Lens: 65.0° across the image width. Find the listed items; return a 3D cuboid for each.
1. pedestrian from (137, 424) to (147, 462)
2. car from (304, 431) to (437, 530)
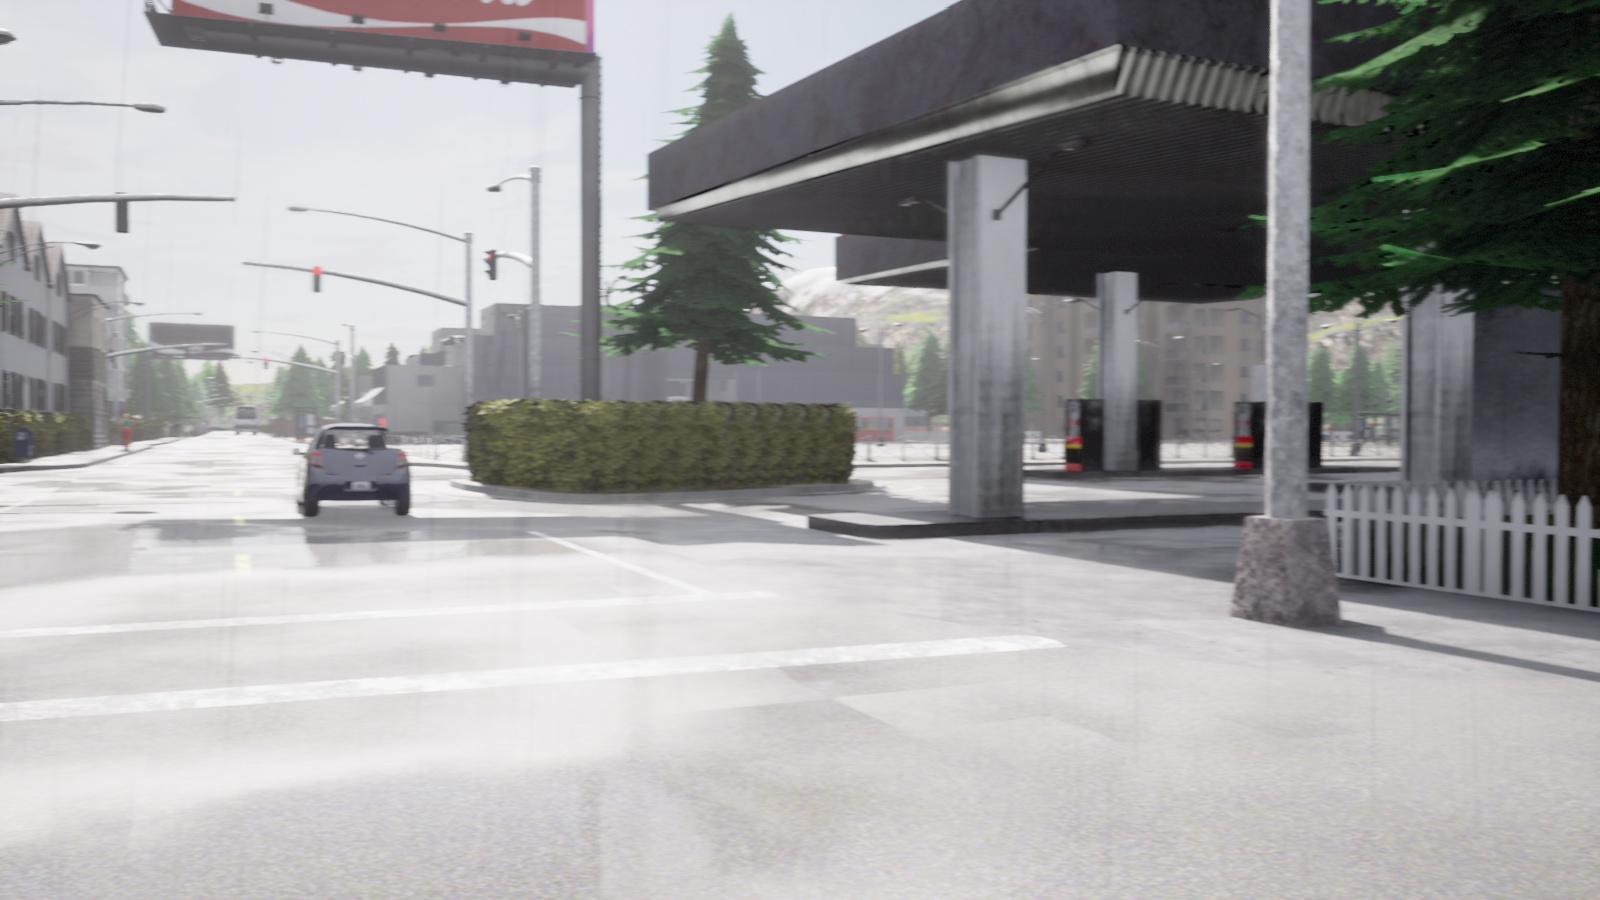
[{"bbox_3d":[-32.071,-0.346,61.177,0.345,1.836,0.594,-1,1,-23],"label":"pedestrian"},{"bbox_3d":[-7.447,0.445,21.583,1.845,1.501,3.633,0,1,-24],"label":"car"}]
